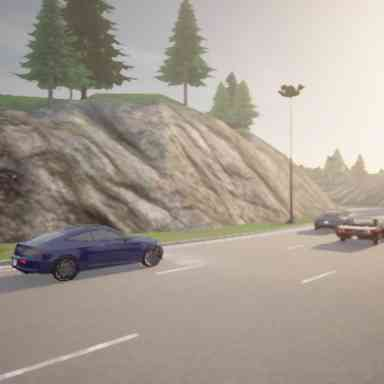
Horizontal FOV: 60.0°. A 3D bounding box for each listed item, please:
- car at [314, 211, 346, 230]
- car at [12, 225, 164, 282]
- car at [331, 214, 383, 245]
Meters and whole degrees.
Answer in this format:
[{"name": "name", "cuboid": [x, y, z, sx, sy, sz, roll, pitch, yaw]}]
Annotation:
[{"name": "car", "cuboid": [10.652, 2.113, 24.712, 1.994, 1.385, 4.181, -1, -2, 40]}, {"name": "car", "cuboid": [-3.064, 1.762, 10.547, 4.674, 1.442, 1.812, 1, -2, -42]}, {"name": "car", "cuboid": [9.520, 2.004, 18.068, 1.895, 1.301, 4.718, -1, -2, 42]}]
